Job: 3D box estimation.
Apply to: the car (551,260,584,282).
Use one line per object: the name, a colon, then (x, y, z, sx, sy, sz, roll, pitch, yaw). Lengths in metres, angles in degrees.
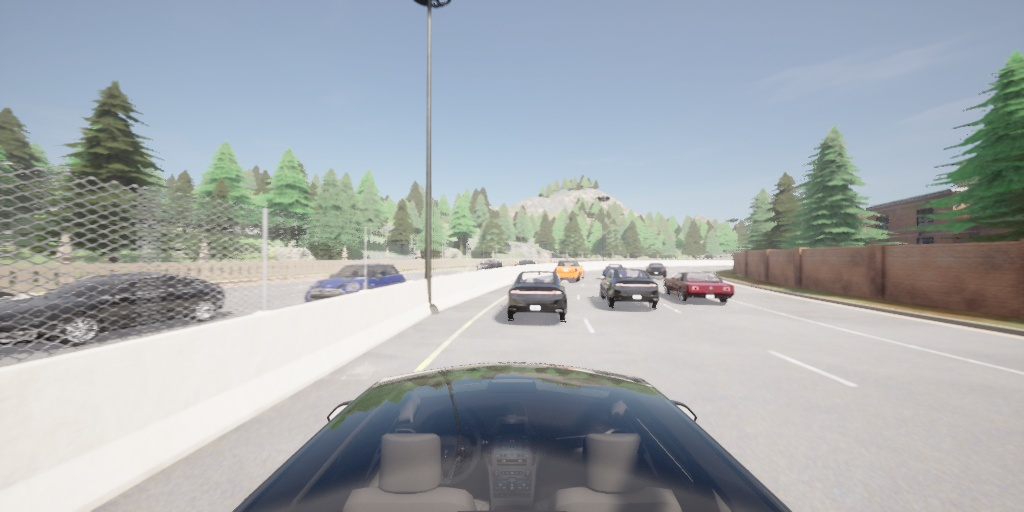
car: (4.809, 1.142, 29.953, 2.097, 1.767, 4.553, 0, 0, 17)

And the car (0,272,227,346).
car: (-10.111, 1.213, 9.341, 1.837, 1.490, 4.892, 0, 0, 5)

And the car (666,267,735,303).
car: (8.696, 1.401, 17.174, 1.895, 1.301, 4.718, 0, 0, 10)

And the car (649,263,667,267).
car: (13.734, 1.360, 34.132, 1.812, 1.442, 4.674, 0, 0, 22)

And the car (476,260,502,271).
car: (-3.068, 1.257, 48.400, 2.128, 1.511, 4.902, 0, 0, 26)

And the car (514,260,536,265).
car: (1.762, 1.292, 50.186, 1.837, 1.490, 4.892, 0, 0, 28)

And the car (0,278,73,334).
car: (-13.737, 1.292, 8.019, 1.895, 1.301, 4.718, 0, 0, 4)

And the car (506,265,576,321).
car: (0.944, 1.253, 12.529, 2.128, 1.511, 4.902, 0, 0, 7)

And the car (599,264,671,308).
car: (4.878, 1.273, 15.341, 2.128, 1.511, 4.902, 0, 0, 9)

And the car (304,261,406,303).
car: (-6.039, 1.082, 14.389, 2.097, 1.767, 4.553, 0, 0, 8)

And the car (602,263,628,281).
car: (9.329, 1.377, 32.373, 1.994, 1.385, 4.181, 0, 0, 20)
